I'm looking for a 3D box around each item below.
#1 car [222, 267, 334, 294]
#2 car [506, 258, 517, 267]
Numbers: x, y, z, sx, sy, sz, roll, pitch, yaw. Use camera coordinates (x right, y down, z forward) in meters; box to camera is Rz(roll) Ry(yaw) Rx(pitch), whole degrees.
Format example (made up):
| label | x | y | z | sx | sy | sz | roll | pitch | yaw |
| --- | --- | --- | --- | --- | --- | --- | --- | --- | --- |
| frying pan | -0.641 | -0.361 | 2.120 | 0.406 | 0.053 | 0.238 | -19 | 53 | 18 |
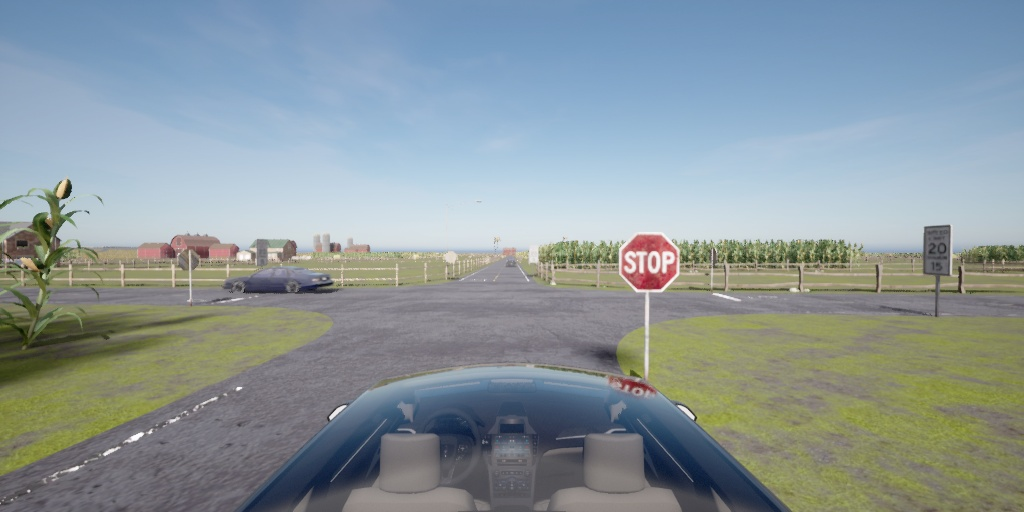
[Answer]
| label | x | y | z | sx | sy | sz | roll | pitch | yaw |
| --- | --- | --- | --- | --- | --- | --- | --- | --- | --- |
| car | -12.734 | 1.295 | 19.698 | 5.357 | 1.411 | 2.033 | 0 | 1 | 3 |
| car | -0.126 | 1.183 | 63.456 | 2.128 | 1.511 | 4.902 | 0 | 0 | 0 |
